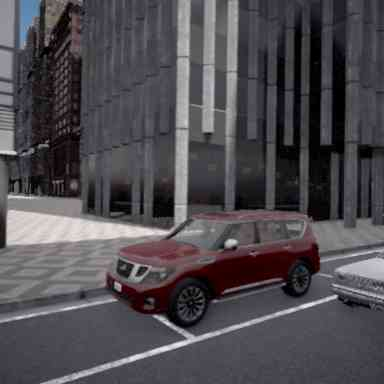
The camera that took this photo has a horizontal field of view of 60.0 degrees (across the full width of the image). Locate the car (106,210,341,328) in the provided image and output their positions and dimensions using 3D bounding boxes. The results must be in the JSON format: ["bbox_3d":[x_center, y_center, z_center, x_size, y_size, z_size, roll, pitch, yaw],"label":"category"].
[{"bbox_3d":[0.760,1.366,7.290,5.009,1.841,2.192,1,0,-35],"label":"car"}]

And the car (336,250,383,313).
[{"bbox_3d":[4.960,1.686,6.909,4.718,1.301,1.895,1,0,-35],"label":"car"}]
